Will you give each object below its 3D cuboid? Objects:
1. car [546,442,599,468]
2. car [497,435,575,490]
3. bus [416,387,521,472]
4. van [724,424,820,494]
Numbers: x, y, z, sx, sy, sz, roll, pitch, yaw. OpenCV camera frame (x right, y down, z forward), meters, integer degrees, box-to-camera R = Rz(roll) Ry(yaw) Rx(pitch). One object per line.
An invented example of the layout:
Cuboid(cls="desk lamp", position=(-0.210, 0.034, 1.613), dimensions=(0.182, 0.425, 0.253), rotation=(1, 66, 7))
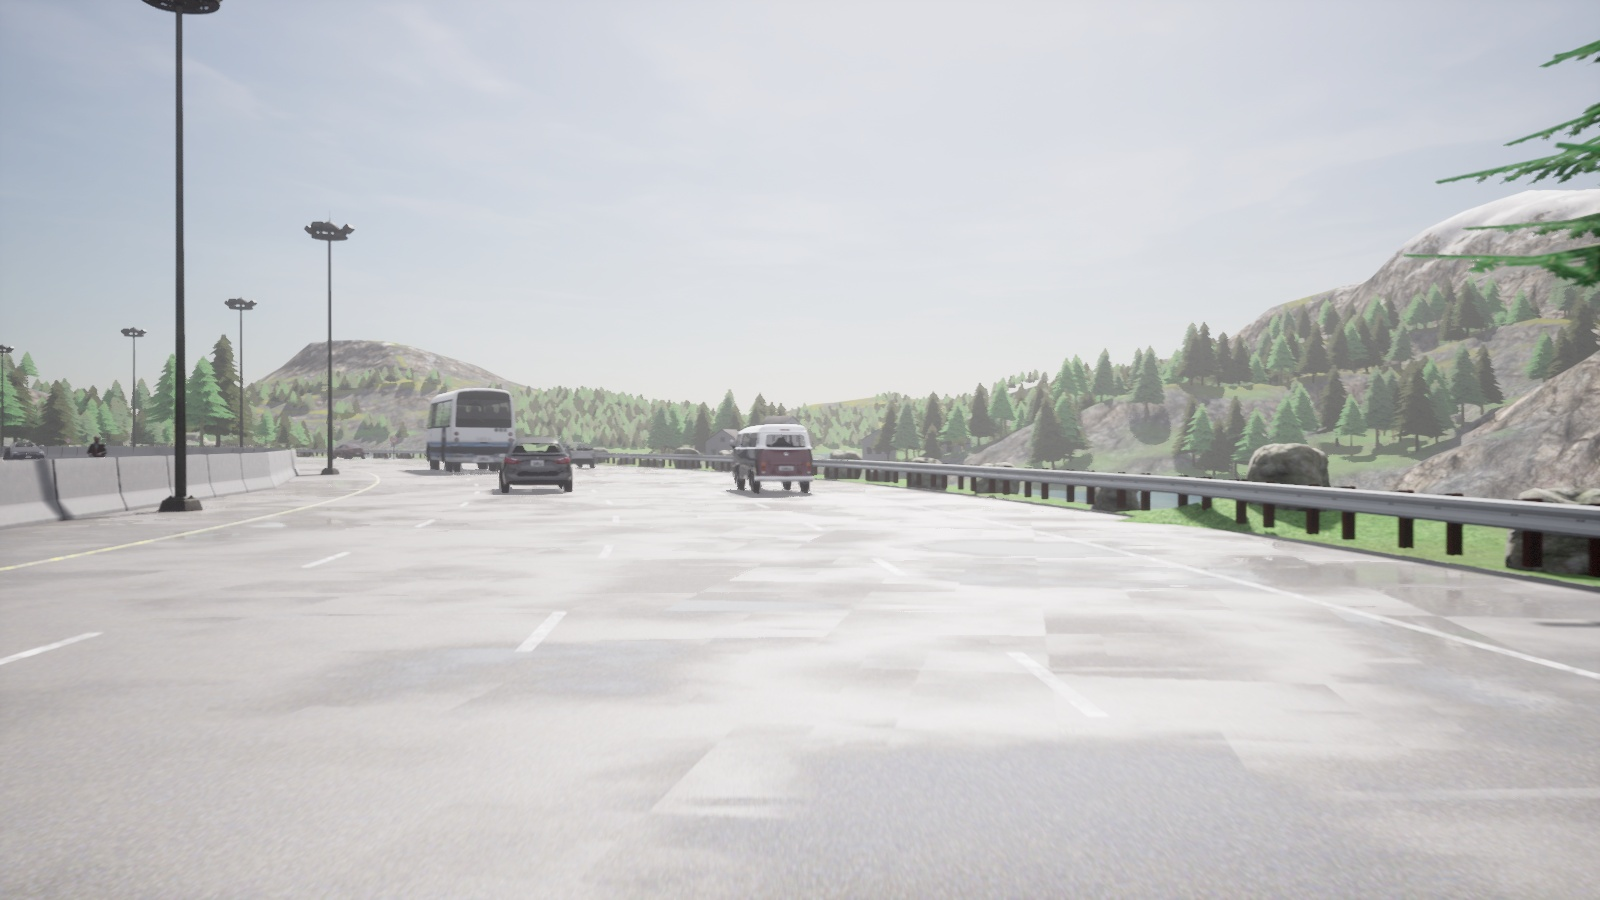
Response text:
Cuboid(cls="car", position=(-13.649, 0.260, 74.998), dimensions=(2.007, 1.525, 4.514), rotation=(0, 0, -25))
Cuboid(cls="car", position=(-8.493, 0.358, 40.139), dimensions=(2.242, 1.667, 4.611), rotation=(0, 0, -14))
Cuboid(cls="bus", position=(-18.138, -1.028, 68.099), dimensions=(3.944, 4.253, 10.273), rotation=(0, 0, -24))
Cuboid(cls="van", position=(-0.924, 0.252, 38.537), dimensions=(2.069, 2.038, 4.480), rotation=(0, 0, -13))
